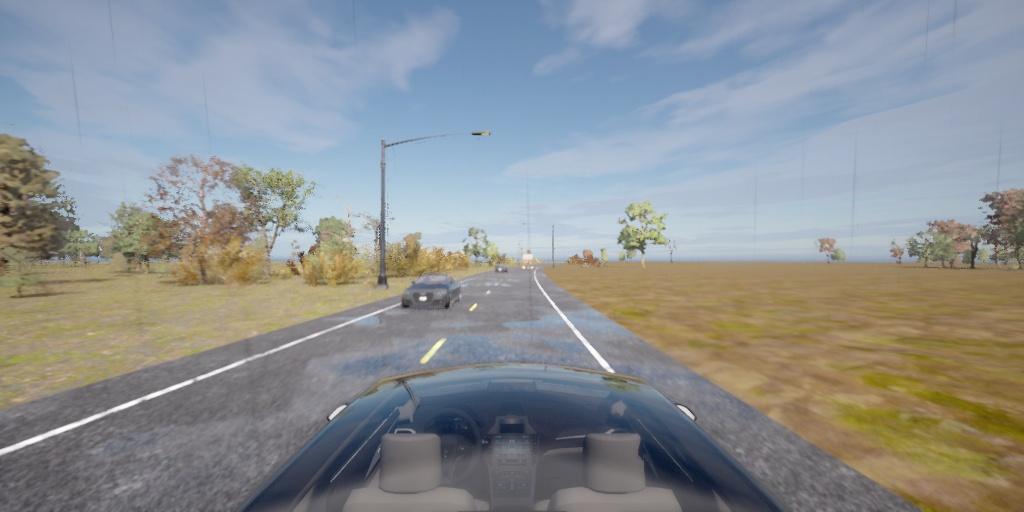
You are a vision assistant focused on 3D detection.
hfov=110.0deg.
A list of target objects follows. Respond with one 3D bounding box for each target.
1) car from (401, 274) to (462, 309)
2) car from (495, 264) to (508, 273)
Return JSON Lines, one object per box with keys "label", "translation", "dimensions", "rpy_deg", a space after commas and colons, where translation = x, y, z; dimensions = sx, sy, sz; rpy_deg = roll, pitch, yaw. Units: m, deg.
{"label": "car", "translation": [-3.459, 1.503, 16.033], "dimensions": [1.994, 1.385, 4.181], "rpy_deg": [0, -1, 1]}
{"label": "car", "translation": [-1.683, 1.986, 57.896], "dimensions": [2.128, 1.511, 4.902], "rpy_deg": [0, -1, 4]}
